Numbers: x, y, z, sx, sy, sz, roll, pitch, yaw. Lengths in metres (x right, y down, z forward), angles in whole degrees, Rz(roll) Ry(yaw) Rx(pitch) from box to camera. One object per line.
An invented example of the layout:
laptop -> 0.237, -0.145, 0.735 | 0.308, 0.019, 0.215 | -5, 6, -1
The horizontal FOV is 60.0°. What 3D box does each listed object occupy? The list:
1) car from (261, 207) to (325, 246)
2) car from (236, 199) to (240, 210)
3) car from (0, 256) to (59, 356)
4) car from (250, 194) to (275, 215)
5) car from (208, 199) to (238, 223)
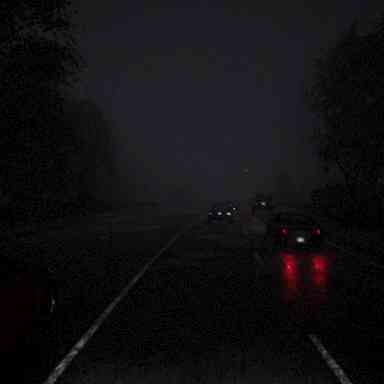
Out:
car -> 4.559, 1.606, 15.455 | 1.895, 1.301, 4.718 | 0, 0, 6
car -> 5.052, 1.508, 42.256 | 1.994, 1.385, 4.181 | 0, 0, 10
car -> -3.407, 1.555, 4.232 | 1.994, 1.385, 4.181 | 0, 0, 2
car -> 7.058, 1.207, 33.505 | 2.150, 2.045, 5.566 | 0, 0, 9
car -> 2.245, 1.540, 25.313 | 2.033, 1.411, 5.357 | 0, 0, 8
